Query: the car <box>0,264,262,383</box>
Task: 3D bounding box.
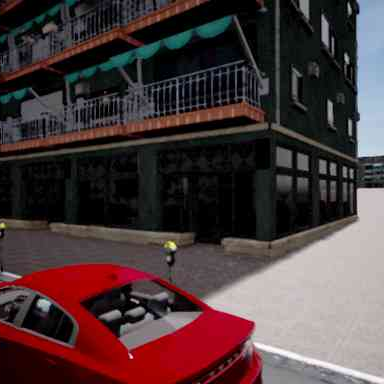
[{"bbox_3d":[-1.442,1.548,3.902,4.507,1.381,1.887,0,0,35],"label":"car"}]
